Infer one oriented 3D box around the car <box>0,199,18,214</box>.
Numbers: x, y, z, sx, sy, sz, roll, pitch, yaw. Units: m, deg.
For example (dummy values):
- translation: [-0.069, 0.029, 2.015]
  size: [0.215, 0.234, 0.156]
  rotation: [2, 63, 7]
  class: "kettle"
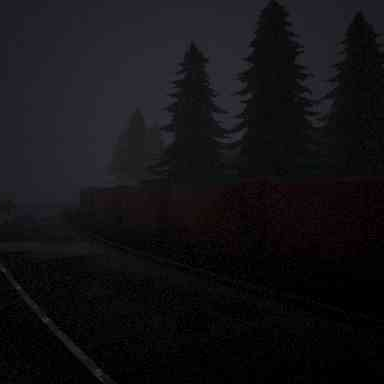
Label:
- translation: [-19.193, 1.422, 34.018]
  size: [1.882, 1.535, 5.008]
  rotation: [0, 0, -18]
  class: "car"
